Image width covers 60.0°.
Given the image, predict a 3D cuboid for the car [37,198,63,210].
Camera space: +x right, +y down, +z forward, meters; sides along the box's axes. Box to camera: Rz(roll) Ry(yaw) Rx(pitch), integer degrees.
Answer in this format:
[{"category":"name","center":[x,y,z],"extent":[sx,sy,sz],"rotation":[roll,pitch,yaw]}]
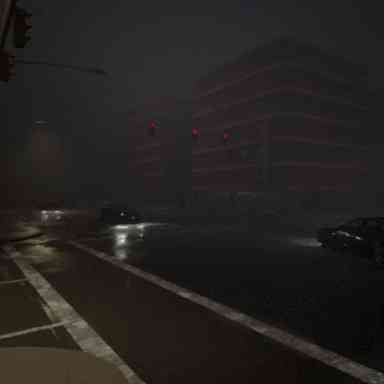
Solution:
[{"category":"car","center":[-18.693,1.637,43.178],"extent":[1.895,1.301,4.718],"rotation":[0,0,-36]}]

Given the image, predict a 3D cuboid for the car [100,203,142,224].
[{"category":"car","center":[-5.517,1.545,25.295],"extent":[1.812,1.442,4.674],"rotation":[0,0,-37]}]

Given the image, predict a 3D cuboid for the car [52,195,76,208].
[{"category":"car","center":[-18.609,1.531,49.127],"extent":[2.128,1.511,4.902],"rotation":[0,0,-36]}]

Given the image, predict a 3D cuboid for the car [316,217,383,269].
[{"category":"car","center":[6.241,1.552,11.139],"extent":[2.033,1.411,5.357],"rotation":[0,0,-7]}]
